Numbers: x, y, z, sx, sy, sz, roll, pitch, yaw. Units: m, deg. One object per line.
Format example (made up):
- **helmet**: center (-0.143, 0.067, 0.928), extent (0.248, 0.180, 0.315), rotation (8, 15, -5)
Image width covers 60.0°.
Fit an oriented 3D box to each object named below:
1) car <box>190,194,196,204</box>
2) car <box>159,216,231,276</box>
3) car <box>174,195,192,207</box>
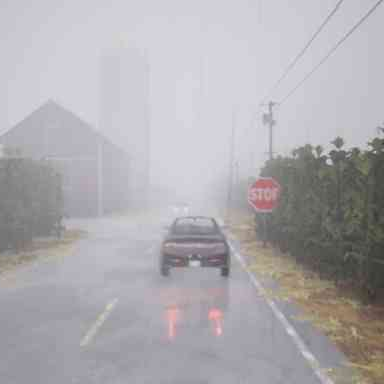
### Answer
- **car**: center (-0.381, 1.372, 65.756), extent (2.097, 1.767, 4.553), rotation (0, 0, 3)
- **car**: center (0.093, 1.494, 10.321), extent (2.128, 1.511, 4.902), rotation (0, 0, 1)
- **car**: center (-1.520, 1.541, 50.228), extent (1.812, 1.442, 4.674), rotation (0, 0, 5)
